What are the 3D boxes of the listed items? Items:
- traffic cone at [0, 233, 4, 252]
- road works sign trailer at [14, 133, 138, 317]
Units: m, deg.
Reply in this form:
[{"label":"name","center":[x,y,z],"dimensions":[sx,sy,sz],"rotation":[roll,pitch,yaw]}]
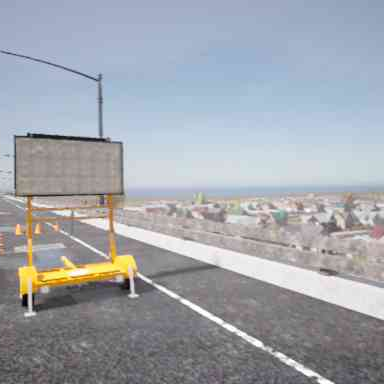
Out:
[{"label":"traffic cone","center":[-7.633,2.054,13.153],"dimensions":[0.340,0.580,0.340],"rotation":[-1,0,-30]},{"label":"road works sign trailer","center":[-2.846,0.492,7.853],"dimensions":[2.380,3.560,2.880],"rotation":[-1,0,-30]}]
